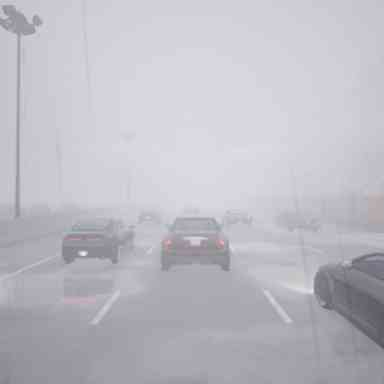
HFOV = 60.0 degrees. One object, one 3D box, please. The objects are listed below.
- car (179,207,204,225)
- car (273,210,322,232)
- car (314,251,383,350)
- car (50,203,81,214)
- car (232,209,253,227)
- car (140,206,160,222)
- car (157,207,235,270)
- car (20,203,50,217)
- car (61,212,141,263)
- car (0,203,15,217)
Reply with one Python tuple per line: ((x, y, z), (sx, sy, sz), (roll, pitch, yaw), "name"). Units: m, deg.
((-0.080, 2.010, 28.705), (1.994, 1.385, 4.181), (0, -1, -1), "car")
((7.036, 1.903, 22.737), (2.033, 1.411, 5.357), (0, -1, -1), "car")
((3.598, 1.652, 5.483), (1.994, 1.385, 4.181), (0, -1, 0), "car")
((-14.497, 2.108, 39.031), (1.837, 1.490, 4.892), (0, -1, -1), "car")
((3.470, 2.014, 26.521), (1.895, 1.301, 4.718), (0, -1, -1), "car")
((-3.599, 1.977, 29.123), (1.812, 1.442, 4.674), (0, -1, -1), "car")
((0.105, 1.536, 11.819), (2.097, 1.767, 4.553), (0, -1, 0), "car")
((-17.994, 2.091, 38.907), (2.128, 1.511, 4.902), (0, -1, -1), "car")
((-3.395, 1.704, 12.806), (1.837, 1.490, 4.892), (0, -1, 0), "car")
((-21.493, 2.090, 38.874), (2.128, 1.511, 4.902), (0, -1, -1), "car")
